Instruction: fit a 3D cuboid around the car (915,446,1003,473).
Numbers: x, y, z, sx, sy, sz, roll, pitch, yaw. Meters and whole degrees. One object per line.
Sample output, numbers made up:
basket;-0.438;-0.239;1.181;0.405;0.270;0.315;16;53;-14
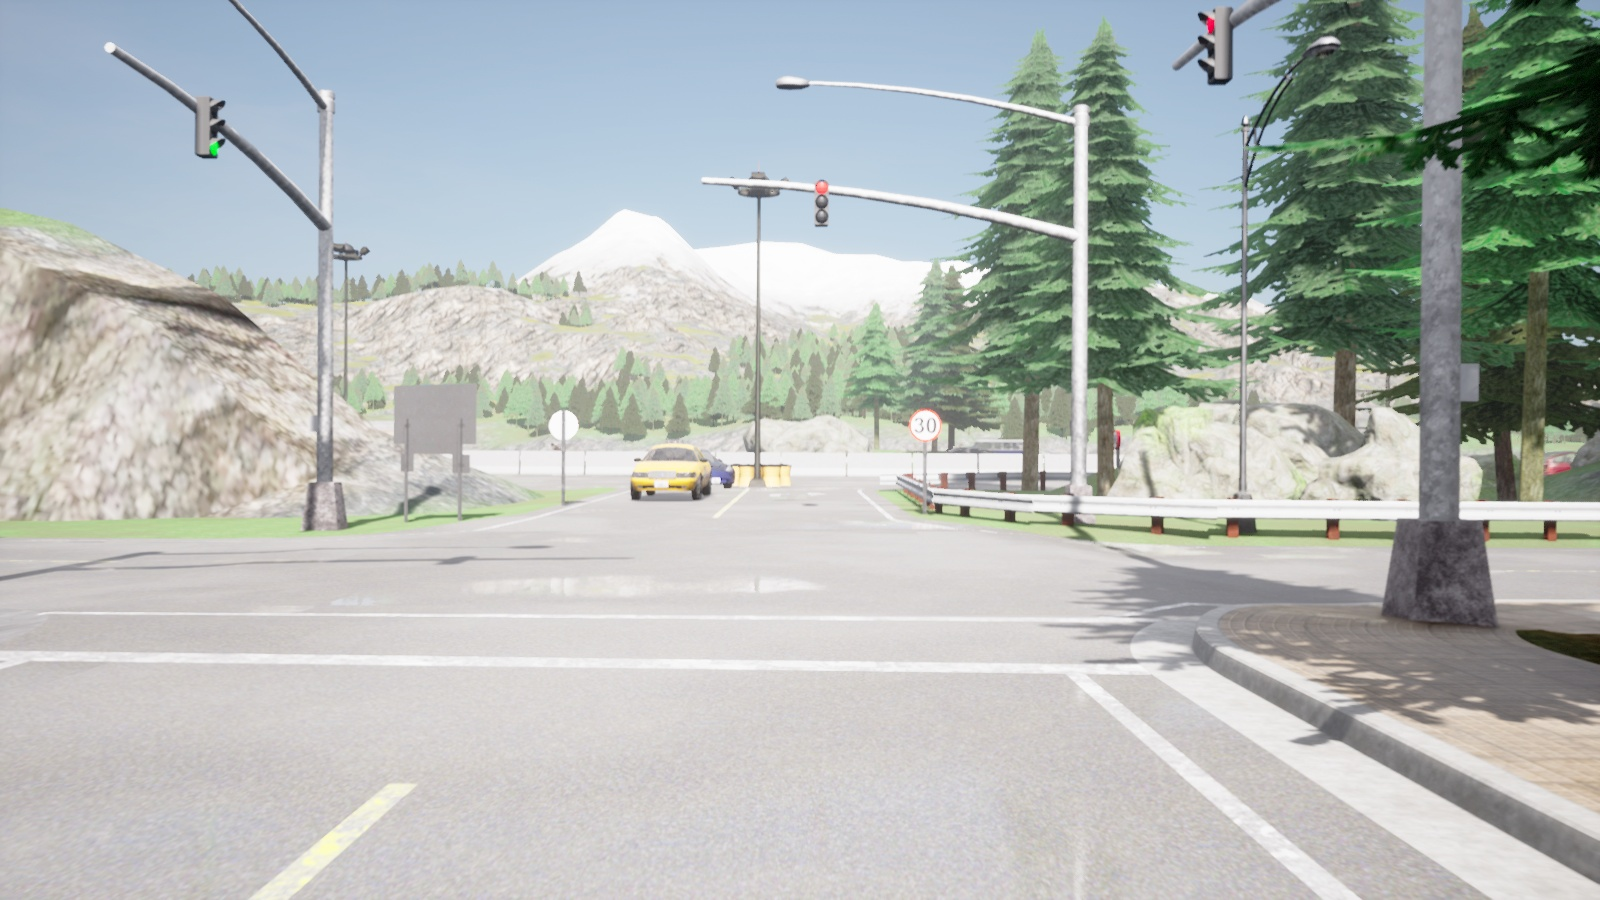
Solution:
car;9.253;0.546;73.436;4.892;1.490;1.837;0;0;0

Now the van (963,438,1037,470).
van;12.802;0.275;80.412;4.442;1.987;1.775;0;0;0

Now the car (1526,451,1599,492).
car;30.604;0.819;48.806;3.705;1.549;1.789;0;0;0

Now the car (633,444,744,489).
car;-3.999;0.605;44.190;2.163;1.488;4.792;1;-1;-28

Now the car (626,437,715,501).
car;-3.400;0.446;33.874;1.801;1.575;5.366;0;0;1
